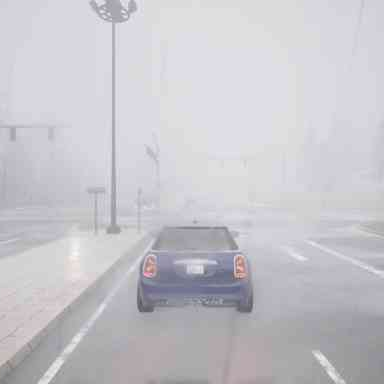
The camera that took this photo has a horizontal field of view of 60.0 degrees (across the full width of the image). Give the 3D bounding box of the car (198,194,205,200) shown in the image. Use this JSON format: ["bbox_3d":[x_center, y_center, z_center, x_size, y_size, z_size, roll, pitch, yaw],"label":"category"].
[{"bbox_3d":[2.694,1.441,95.544,1.882,1.535,5.008,0,0,-1],"label":"car"}]

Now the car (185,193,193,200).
[{"bbox_3d":[-0.806,1.189,95.518,2.150,2.045,5.566,0,0,-1],"label":"car"}]

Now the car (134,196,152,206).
[{"bbox_3d":[-8.249,1.507,54.770,1.837,1.490,4.892,0,-1,-1],"label":"car"}]

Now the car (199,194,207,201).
[{"bbox_3d":[2.858,1.513,85.220,1.812,1.442,4.674,0,0,-1],"label":"car"}]

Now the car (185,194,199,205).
[{"bbox_3d":[-0.157,1.525,54.658,1.812,1.442,4.674,0,0,-1],"label":"car"}]

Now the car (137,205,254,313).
[{"bbox_3d":[0.071,1.352,7.839,2.097,1.767,4.553,0,0,0],"label":"car"}]

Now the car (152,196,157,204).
[{"bbox_3d":[-8.366,1.505,66.202,1.837,1.490,4.892,0,0,0],"label":"car"}]

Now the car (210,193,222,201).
[{"bbox_3d":[6.362,1.214,84.949,2.150,2.045,5.566,0,0,-1],"label":"car"}]
